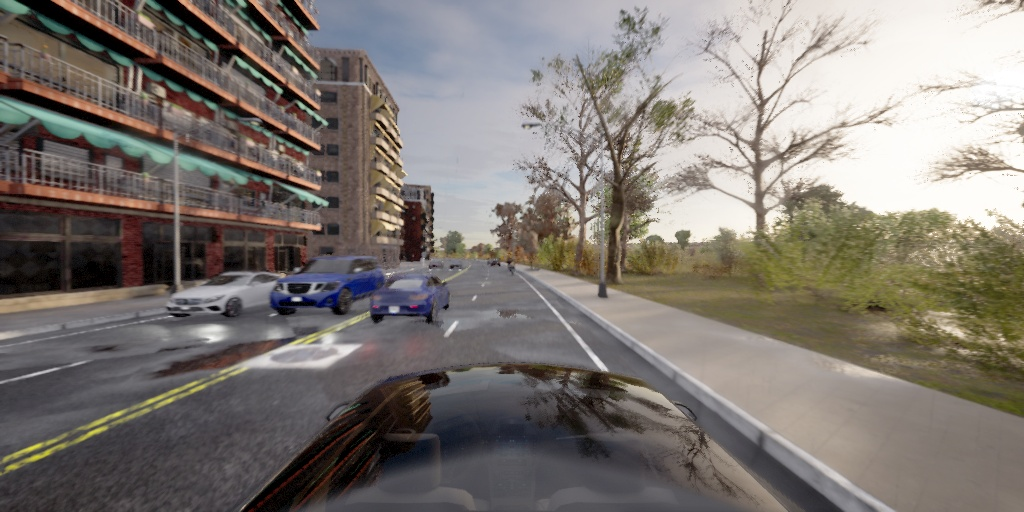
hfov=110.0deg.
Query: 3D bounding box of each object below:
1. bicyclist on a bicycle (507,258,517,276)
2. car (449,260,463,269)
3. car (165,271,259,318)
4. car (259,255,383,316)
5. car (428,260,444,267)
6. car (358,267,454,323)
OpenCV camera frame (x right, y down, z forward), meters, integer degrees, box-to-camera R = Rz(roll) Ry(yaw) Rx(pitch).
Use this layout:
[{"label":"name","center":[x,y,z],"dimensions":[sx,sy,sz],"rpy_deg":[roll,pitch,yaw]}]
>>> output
[{"label":"bicyclist on a bicycle","center":[0.083,1.180,35.574],"dimensions":[0.866,1.612,1.509],"rpy_deg":[0,0,-3]},{"label":"car","center":[-8.635,1.309,55.927],"dimensions":[2.033,1.411,5.357],"rpy_deg":[0,0,-4]},{"label":"car","center":[-9.958,1.301,13.223],"dimensions":[1.812,1.442,4.674],"rpy_deg":[0,0,-1]},{"label":"car","center":[-6.705,0.989,13.850],"dimensions":[2.150,2.045,5.566],"rpy_deg":[0,0,-1]},{"label":"car","center":[-11.944,1.334,56.507],"dimensions":[1.994,1.385,4.181],"rpy_deg":[0,0,-4]},{"label":"car","center":[-3.236,1.284,12.053],"dimensions":[1.812,1.442,4.674],"rpy_deg":[0,0,-1]}]
